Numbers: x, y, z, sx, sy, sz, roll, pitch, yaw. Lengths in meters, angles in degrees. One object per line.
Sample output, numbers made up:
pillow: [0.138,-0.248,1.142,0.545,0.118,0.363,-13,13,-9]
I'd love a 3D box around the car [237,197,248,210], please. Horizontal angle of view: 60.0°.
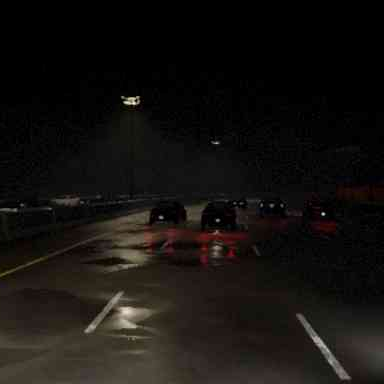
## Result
car: [5.190,1.216,37.388,2.033,1.411,5.357,0,1,15]

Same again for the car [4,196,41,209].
car: [-19.790,1.175,39.000,1.994,1.385,4.181,0,1,13]

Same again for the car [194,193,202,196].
car: [2.820,0.795,78.966,1.994,1.385,4.181,0,1,28]

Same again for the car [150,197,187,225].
car: [-1.526,1.321,22.155,1.812,1.442,4.674,0,1,8]

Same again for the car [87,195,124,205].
car: [-9.373,1.149,37.507,1.837,1.490,4.892,0,0,14]

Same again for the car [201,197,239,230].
car: [1.679,1.300,19.791,1.882,1.535,5.008,0,1,8]

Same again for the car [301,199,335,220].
car: [9.796,1.285,26.029,1.837,1.490,4.892,0,0,11]

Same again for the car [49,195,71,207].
car: [-15.630,1.123,41.292,1.812,1.442,4.674,0,1,15]

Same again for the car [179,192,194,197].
car: [-1.091,0.786,79.047,2.033,1.411,5.357,0,1,27]

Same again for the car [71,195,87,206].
car: [-12.155,1.101,40.751,2.128,1.511,4.902,0,0,15]

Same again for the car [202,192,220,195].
car: [4.856,0.829,75.312,2.128,1.511,4.902,0,1,27]

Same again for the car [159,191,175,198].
car: [-5.721,0.620,77.716,2.097,1.767,4.553,0,1,27]

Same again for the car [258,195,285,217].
car: [6.646,1.108,28.046,2.097,1.767,4.553,0,1,11]
